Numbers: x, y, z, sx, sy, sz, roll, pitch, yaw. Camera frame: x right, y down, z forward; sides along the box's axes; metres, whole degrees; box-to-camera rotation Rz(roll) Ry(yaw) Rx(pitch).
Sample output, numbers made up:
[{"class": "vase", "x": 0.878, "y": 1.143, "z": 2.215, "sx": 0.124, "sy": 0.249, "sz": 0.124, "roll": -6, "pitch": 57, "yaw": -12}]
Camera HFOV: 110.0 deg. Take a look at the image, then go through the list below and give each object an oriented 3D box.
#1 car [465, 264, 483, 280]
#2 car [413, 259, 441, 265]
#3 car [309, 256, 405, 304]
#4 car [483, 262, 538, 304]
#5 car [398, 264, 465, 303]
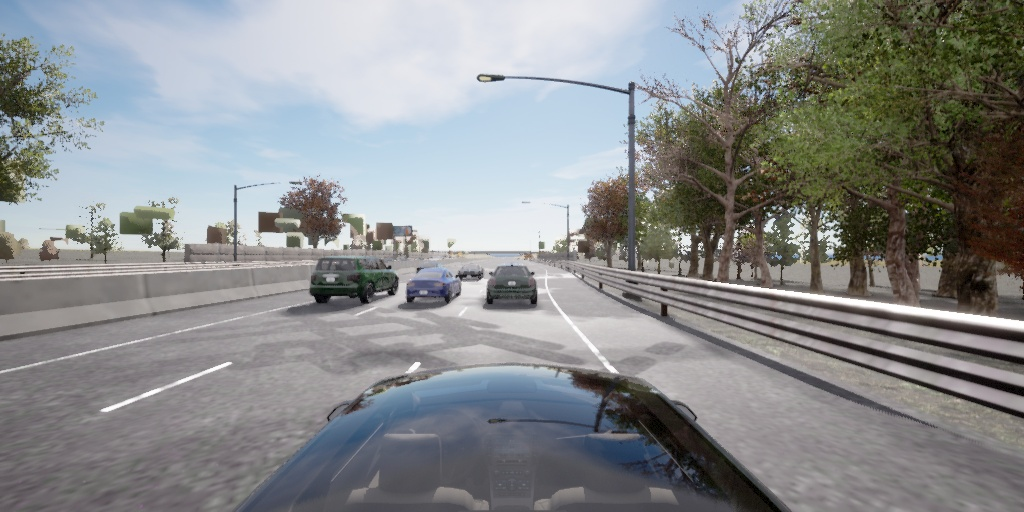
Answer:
[{"class": "car", "x": -3.500, "y": 1.376, "z": 31.531, "sx": 1.895, "sy": 1.301, "sz": 4.718, "roll": 0, "pitch": 0, "yaw": 0}, {"class": "car", "x": -7.000, "y": 1.244, "z": 31.501, "sx": 1.882, "sy": 1.535, "sz": 5.008, "roll": 0, "pitch": 0, "yaw": 0}, {"class": "car", "x": -7.000, "y": 1.008, "z": 16.531, "sx": 2.150, "sy": 2.045, "sz": 5.566, "roll": 0, "pitch": 0, "yaw": 0}, {"class": "car", "x": 0.000, "y": 1.116, "z": 16.471, "sx": 2.097, "sy": 1.767, "sz": 4.553, "roll": 0, "pitch": 0, "yaw": 0}, {"class": "car", "x": -3.500, "y": 1.283, "z": 16.501, "sx": 1.812, "sy": 1.442, "sz": 4.674, "roll": 0, "pitch": 0, "yaw": 0}]
